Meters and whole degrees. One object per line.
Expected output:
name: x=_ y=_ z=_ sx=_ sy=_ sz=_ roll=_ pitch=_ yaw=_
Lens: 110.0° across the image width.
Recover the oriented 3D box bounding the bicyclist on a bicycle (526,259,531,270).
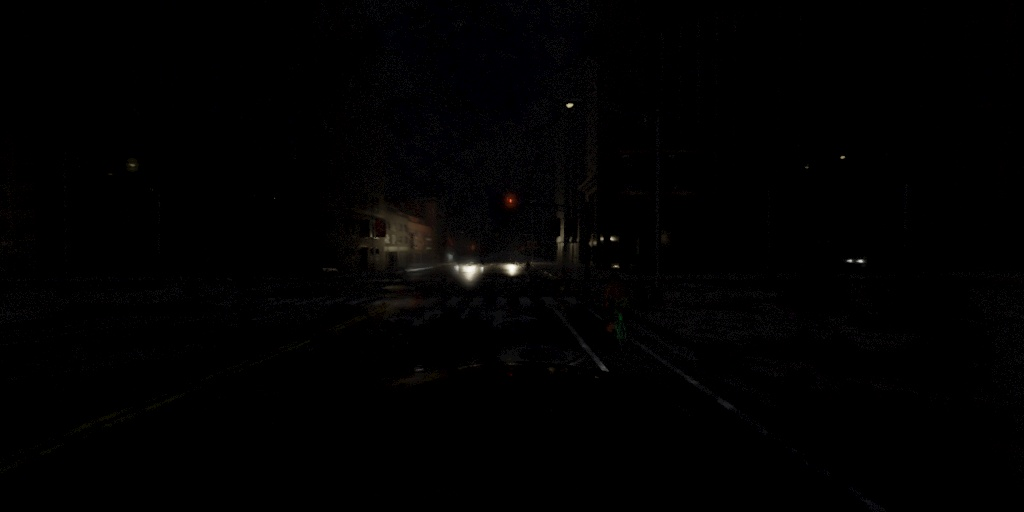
bicyclist on a bicycle: x=2.265 y=1.217 z=50.328 sx=0.866 sy=1.612 sz=1.509 roll=0 pitch=0 yaw=0

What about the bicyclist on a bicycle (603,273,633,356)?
bicyclist on a bicycle: x=2.250 y=1.203 z=7.659 sx=0.582 sy=1.620 sz=1.656 roll=0 pitch=0 yaw=0
